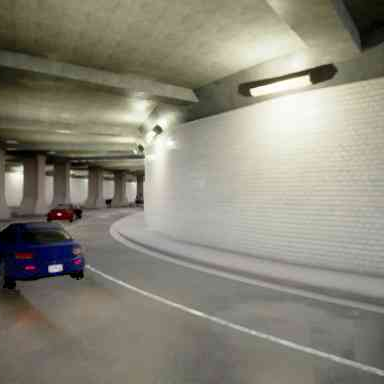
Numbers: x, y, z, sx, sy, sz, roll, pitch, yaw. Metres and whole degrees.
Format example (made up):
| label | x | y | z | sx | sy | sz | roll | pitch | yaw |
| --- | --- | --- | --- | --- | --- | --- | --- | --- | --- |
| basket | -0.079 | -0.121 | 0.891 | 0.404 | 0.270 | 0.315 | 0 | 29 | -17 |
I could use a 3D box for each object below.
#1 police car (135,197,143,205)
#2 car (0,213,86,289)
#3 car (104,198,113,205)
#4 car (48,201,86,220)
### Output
| label | x | y | z | sx | sy | sz | roll | pitch | yaw |
| --- | --- | --- | --- | --- | --- | --- | --- | --- | --- |
| police car | -9.583 | 1.793 | 67.363 | 1.930 | 1.638 | 5.238 | 0 | 0 | 19 |
| car | -4.435 | 1.549 | 9.334 | 1.812 | 1.442 | 4.674 | 1 | 0 | -36 |
| car | -16.351 | 1.820 | 65.917 | 2.033 | 1.411 | 5.357 | 0 | 0 | 18 |
| car | -10.176 | 1.650 | 26.914 | 1.994 | 1.385 | 4.181 | 1 | 0 | -7 |
